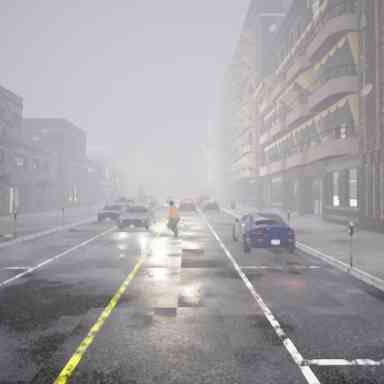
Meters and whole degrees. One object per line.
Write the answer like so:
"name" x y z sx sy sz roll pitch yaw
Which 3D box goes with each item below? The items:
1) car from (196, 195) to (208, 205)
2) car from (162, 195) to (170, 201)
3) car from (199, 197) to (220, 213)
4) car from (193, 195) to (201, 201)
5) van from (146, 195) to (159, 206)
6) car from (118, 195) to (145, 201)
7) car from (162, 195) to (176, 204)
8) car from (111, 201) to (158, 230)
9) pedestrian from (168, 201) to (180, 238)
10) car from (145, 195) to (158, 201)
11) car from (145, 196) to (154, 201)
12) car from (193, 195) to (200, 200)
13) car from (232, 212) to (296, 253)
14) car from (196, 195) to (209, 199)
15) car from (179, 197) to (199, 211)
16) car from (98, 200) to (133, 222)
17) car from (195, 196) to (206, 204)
"car" 1.788 1.459 60.407 1.967 1.590 4.097 1 0 -1
"car" -6.989 1.561 88.481 1.752 1.417 4.829 1 0 -1
"car" 2.132 1.554 37.663 1.887 1.381 4.507 1 0 -1
"car" 1.353 1.587 88.836 2.008 1.369 4.403 1 0 -1
"van" -6.473 1.357 54.534 1.690 1.788 3.998 1 0 -1
"car" -6.156 1.323 31.789 2.192 1.841 5.009 1 0 -1
"car" -4.007 1.524 62.734 1.837 1.490 4.892 0 0 0
"car" -3.425 1.551 21.372 2.033 1.411 5.357 0 0 -1
"pedestrian" -0.920 1.297 16.350 0.375 1.860 0.375 1 -1 -1
"car" -6.402 1.328 48.848 2.192 1.841 5.009 1 0 -1
"car" -6.341 1.593 43.161 1.802 1.307 4.206 1 0 -1
"car" 1.264 1.566 94.692 1.752 1.417 4.829 1 0 -1
"car" 2.795 1.528 13.554 1.812 1.442 4.674 0 0 -1
"car" 1.876 1.331 54.721 2.192 1.841 5.009 1 0 -1
"car" -0.523 1.572 39.807 1.994 1.385 4.181 0 0 -1
"car" -6.074 1.572 26.103 1.947 1.339 4.313 1 0 -1
"car" 1.699 1.587 66.093 1.947 1.339 4.313 1 0 -1
